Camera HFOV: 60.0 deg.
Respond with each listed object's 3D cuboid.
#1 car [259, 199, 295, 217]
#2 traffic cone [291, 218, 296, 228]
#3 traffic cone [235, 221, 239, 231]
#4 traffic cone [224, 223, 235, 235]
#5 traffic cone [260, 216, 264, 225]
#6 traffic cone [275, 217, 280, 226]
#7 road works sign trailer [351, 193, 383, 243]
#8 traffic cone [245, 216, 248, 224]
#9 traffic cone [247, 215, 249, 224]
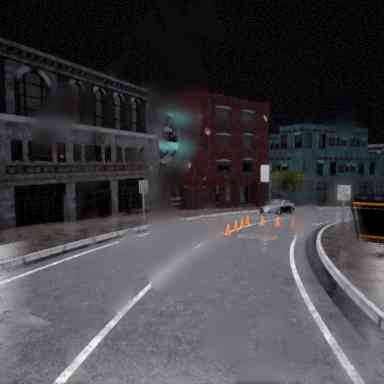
[{"bbox_3d":[8.180,1.435,31.581,2.128,1.511,4.902,4,2,40],"label":"car"},{"bbox_3d":[6.620,2.007,21.699,0.340,0.580,0.340,2,1,19],"label":"traffic cone"},{"bbox_3d":[2.494,1.901,18.887,0.340,0.580,0.340,2,1,19],"label":"traffic cone"},{"bbox_3d":[1.844,1.902,16.996,0.340,0.580,0.340,2,0,19],"label":"traffic cone"},{"bbox_3d":[4.733,1.930,22.341,0.340,0.580,0.340,2,1,19],"label":"traffic cone"},{"bbox_3d":[5.674,1.968,22.019,0.340,0.580,0.340,2,1,18],"label":"traffic cone"},{"bbox_3d":[7.116,1.153,10.558,3.560,2.380,2.880,2,45,37],"label":"road works sign trailer"},{"bbox_3d":[3.145,1.897,20.778,0.340,0.580,0.340,2,1,19],"label":"traffic cone"},{"bbox_3d":[3.794,1.893,22.670,0.340,0.580,0.340,2,1,19],"label":"traffic cone"}]
